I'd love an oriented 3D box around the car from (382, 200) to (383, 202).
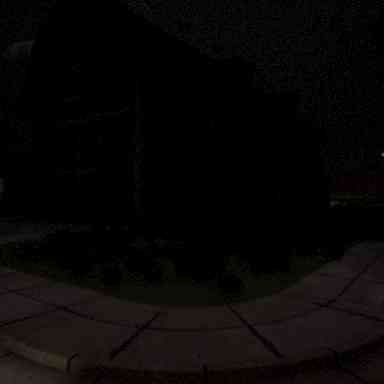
[{"bbox_3d":[34.266,1.704,58.001,1.816,1.474,4.193,0,0,36],"label":"car"}]
